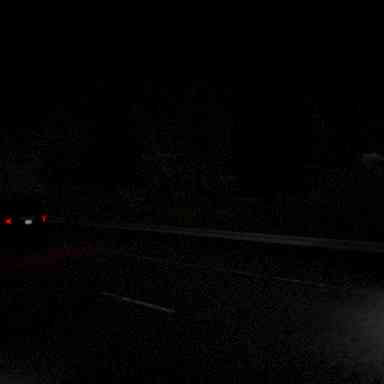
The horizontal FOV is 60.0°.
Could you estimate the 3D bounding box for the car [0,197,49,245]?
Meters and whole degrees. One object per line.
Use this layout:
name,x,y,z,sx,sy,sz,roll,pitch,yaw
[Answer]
car,-8.484,1.253,14.386,5.566,2.045,2.150,0,0,36
